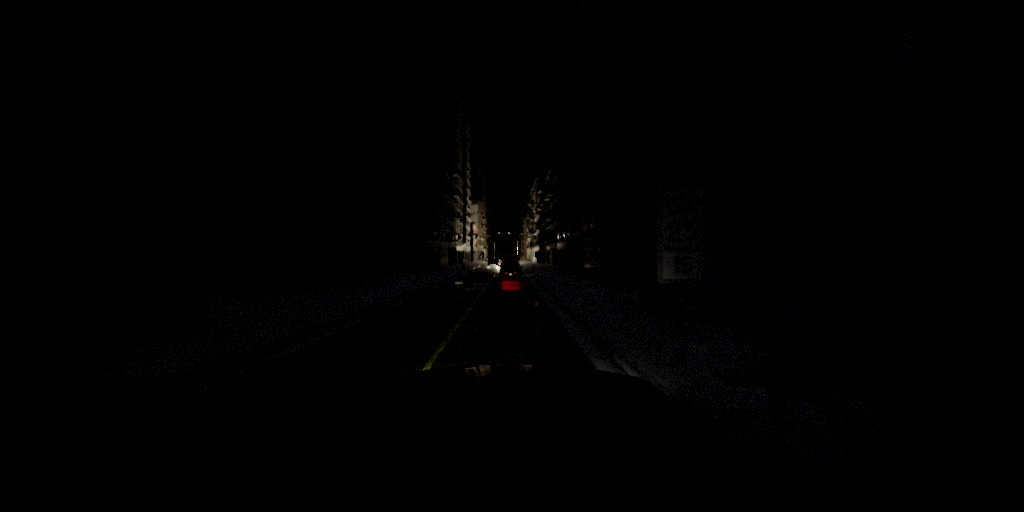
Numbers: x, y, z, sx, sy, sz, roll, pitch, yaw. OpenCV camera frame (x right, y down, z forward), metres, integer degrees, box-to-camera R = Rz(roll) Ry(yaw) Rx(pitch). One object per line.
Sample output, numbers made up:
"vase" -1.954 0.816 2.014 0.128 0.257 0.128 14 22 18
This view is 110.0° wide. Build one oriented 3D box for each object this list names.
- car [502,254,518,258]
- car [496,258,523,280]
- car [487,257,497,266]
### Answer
"car" -0.214 0.830 41.649 2.150 2.045 5.566 0 1 0
"car" -0.102 1.156 30.268 1.837 1.490 4.892 0 0 0
"car" -3.392 0.991 64.844 1.882 1.535 5.008 0 0 0
